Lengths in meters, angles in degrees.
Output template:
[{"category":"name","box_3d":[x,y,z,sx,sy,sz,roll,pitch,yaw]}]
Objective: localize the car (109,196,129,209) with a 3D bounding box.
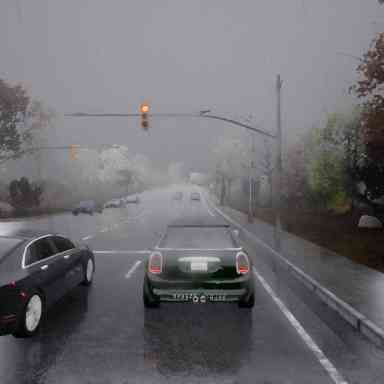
[{"category":"car","box_3d":[-10.251,1.564,44.683,1.994,1.385,4.181,0,0,1]}]

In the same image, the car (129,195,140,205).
[{"category":"car","box_3d":[-10.140,1.354,56.684,1.882,1.535,5.008,0,2,1]}]

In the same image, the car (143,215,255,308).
[{"category":"car","box_3d":[0.142,1.352,8.092,2.097,1.767,4.553,0,0,0]}]

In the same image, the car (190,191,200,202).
[{"category":"car","box_3d":[0.613,1.053,64.858,2.033,1.411,5.357,0,3,1]}]

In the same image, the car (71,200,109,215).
[{"category":"car","box_3d":[-10.368,1.547,33.641,2.033,1.411,5.357,0,0,1]}]

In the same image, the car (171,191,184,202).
[{"category":"car","box_3d":[-2.988,1.070,64.572,2.033,1.411,5.357,0,3,1]}]

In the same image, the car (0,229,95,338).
[{"category":"car","box_3d":[-3.378,1.505,6.591,1.837,1.490,4.892,0,0,0]}]

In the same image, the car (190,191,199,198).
[{"category":"car","box_3d":[0.605,0.516,75.115,2.033,1.411,5.357,0,3,1]}]
